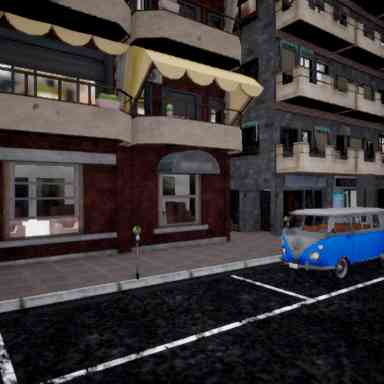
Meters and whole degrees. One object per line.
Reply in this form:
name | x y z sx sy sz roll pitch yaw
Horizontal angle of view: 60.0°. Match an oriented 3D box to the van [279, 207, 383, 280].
van | 4.273 1.340 9.619 3.998 1.788 1.690 0 0 -35
